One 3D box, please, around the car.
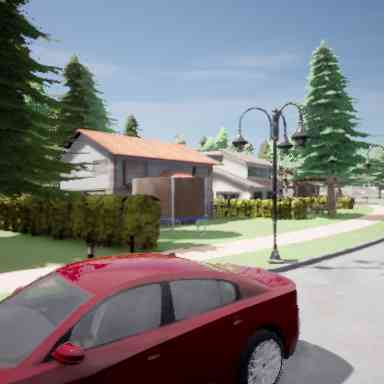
[{"bbox_3d":[-0.904,1.493,3.543,5.008,1.535,1.882,0,0,-37],"label":"car"}]
